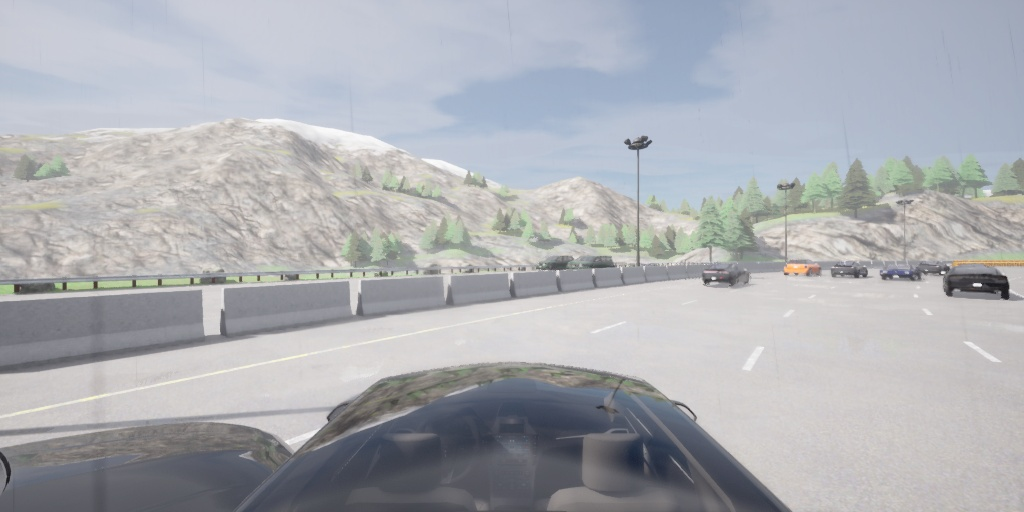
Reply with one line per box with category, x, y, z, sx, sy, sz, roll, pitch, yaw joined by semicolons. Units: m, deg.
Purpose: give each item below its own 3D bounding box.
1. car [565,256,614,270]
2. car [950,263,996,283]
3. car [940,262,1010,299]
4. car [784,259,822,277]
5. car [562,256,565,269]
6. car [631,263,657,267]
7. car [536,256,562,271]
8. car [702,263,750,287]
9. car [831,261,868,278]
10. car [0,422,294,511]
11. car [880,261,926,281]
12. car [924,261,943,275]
car;8.600;0.974;38.016;5.566;2.045;2.150;0;0;-40
car;36.590;1.314;28.441;4.181;1.385;1.994;0;0;-35
car;23.534;1.228;18.313;5.008;1.535;1.882;1;-1;-41
car;29.419;1.102;36.233;4.553;1.767;2.097;0;0;-36
car;8.988;0.973;42.909;5.566;2.045;2.150;0;0;-39
car;13.893;1.351;37.875;4.718;1.301;1.895;0;0;-39
car;5.506;0.974;44.555;5.566;2.045;2.150;0;0;-40
car;14.664;1.241;24.480;4.902;1.511;2.128;0;0;-42
car;31.370;1.242;33.338;4.902;1.511;2.128;0;0;-35
car;-2.982;1.255;0.524;4.892;1.490;1.837;0;0;-45
car;32.304;1.351;29.728;4.718;1.301;1.895;0;0;-35
car;43.308;1.242;36.862;4.902;1.511;2.128;0;0;-31
